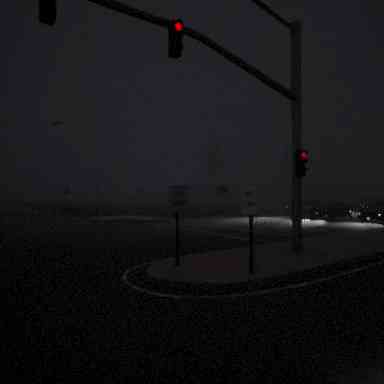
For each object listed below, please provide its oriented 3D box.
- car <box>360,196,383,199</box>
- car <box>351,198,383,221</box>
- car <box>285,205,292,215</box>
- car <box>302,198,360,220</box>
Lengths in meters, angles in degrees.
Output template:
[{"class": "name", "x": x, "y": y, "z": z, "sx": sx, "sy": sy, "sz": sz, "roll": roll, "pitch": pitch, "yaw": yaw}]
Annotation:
[{"class": "car", "x": 18.022, "y": 1.258, "z": 30.873, "sx": 4.892, "sy": 1.490, "sz": 1.837, "roll": -1, "pitch": 0, "yaw": -35}, {"class": "car", "x": 13.926, "y": 1.358, "z": 23.724, "sx": 5.357, "sy": 1.411, "sz": 2.033, "roll": -1, "pitch": 0, "yaw": -35}, {"class": "car", "x": 10.499, "y": 1.405, "z": 29.861, "sx": 4.718, "sy": 1.301, "sz": 1.895, "roll": -1, "pitch": 0, "yaw": -35}, {"class": "car", "x": 10.912, "y": 1.384, "z": 25.876, "sx": 4.181, "sy": 1.385, "sz": 1.994, "roll": -1, "pitch": 0, "yaw": -35}]
